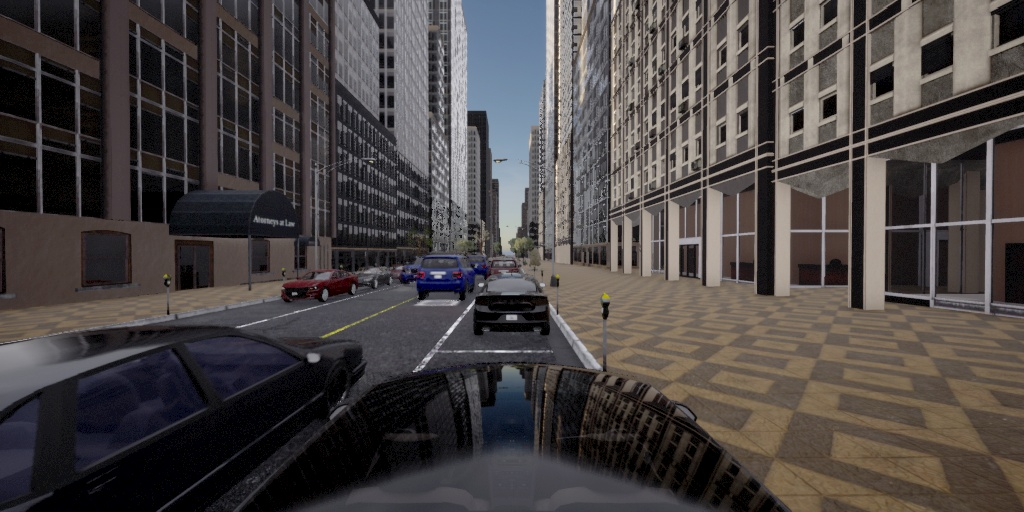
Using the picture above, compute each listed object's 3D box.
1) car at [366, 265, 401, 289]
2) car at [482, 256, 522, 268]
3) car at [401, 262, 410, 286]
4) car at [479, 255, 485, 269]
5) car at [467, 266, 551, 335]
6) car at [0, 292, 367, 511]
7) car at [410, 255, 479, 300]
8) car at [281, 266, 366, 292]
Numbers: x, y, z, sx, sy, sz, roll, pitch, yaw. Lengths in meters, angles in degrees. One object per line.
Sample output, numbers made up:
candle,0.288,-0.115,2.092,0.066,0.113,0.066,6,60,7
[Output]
car,-8.838,1.297,22.523,2.007,1.370,4.403,0,0,0
car,-0.457,1.061,22.523,2.192,1.841,5.009,0,0,0
car,-6.245,0.967,25.949,2.150,2.045,5.566,0,0,0
car,-3.041,0.967,31.908,2.150,2.045,5.566,0,0,0
car,-0.006,1.226,10.502,1.882,1.535,5.008,0,0,0
car,-3.049,1.297,2.806,2.033,1.411,5.357,0,0,0
car,-3.142,0.969,17.929,2.150,2.045,5.566,0,0,0
car,-8.837,1.292,16.839,1.888,1.381,4.507,0,0,0
